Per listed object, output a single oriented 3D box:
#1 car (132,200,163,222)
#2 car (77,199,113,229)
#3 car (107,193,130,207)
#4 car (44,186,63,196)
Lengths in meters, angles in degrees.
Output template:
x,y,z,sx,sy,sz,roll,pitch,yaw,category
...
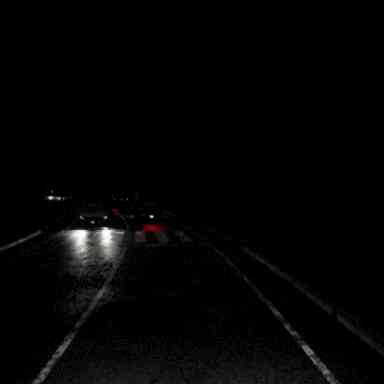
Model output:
x,y,z,sx,sy,sz,roll,pitch,yaw,category
-3.350,1.383,25.101,1.837,1.490,4.892,1,1,-14,car
-6.133,1.406,21.085,1.812,1.442,4.674,1,1,-13,car
-9.168,0.877,40.927,2.097,1.767,4.553,1,1,-25,car
-24.408,-0.238,58.605,2.097,1.767,4.553,2,2,-38,car
